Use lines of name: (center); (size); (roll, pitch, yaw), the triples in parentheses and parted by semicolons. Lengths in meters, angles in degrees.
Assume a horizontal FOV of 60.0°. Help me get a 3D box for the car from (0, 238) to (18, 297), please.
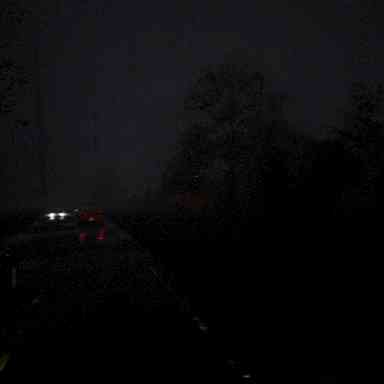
car: (-4.871, 1.704, 6.681); (1.837, 1.490, 4.892); (-1, -1, -17)

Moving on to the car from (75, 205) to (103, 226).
car: (-8.688, 1.996, 28.322); (1.882, 1.535, 5.008); (-1, 0, -19)

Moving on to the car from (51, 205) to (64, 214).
car: (-21.659, 2.726, 53.455); (1.895, 1.301, 4.718); (-1, -1, -23)
